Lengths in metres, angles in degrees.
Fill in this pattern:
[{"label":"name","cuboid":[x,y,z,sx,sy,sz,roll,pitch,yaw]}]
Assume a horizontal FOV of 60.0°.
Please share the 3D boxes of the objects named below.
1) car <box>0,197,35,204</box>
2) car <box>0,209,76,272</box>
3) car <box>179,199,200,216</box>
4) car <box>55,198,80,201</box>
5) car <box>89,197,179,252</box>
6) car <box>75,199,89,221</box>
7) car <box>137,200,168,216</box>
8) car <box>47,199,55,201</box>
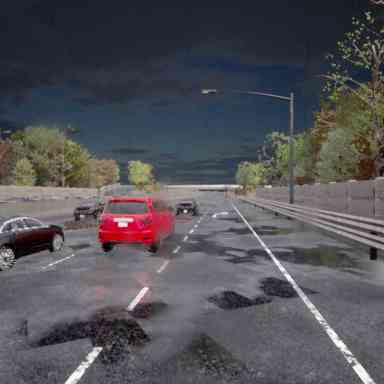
[{"label":"car","cuboid":[-23.950,1.554,46.260,2.033,1.411,5.357,0,0,5]},{"label":"car","cuboid":[-5.957,1.490,10.811,2.128,1.511,4.902,0,0,5]},{"label":"car","cuboid":[-0.376,1.504,33.026,1.837,1.490,4.892,0,0,5]},{"label":"car","cuboid":[-16.823,1.555,47.301,2.033,1.411,5.357,0,0,5]},{"label":"car","cuboid":[-2.130,1.220,14.161,2.150,2.045,5.566,0,0,5]},{"label":"car","cuboid":[-7.953,1.506,27.150,1.837,1.490,4.892,0,1,5]},{"label":"car","cuboid":[-3.834,1.547,33.619,2.033,1.411,5.357,0,0,5]},{"label":"car","cuboid":[-20.234,1.609,48.403,1.895,1.301,4.718,0,0,5]}]
